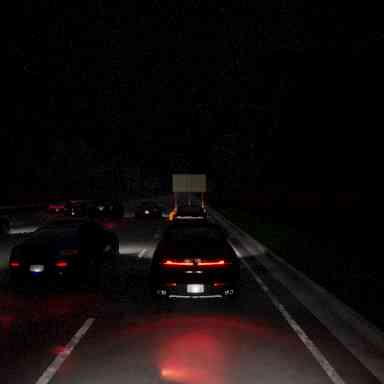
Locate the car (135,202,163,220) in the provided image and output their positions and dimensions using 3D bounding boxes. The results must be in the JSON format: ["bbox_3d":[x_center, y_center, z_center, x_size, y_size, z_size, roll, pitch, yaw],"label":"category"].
[{"bbox_3d":[-3.625,1.564,28.588,1.994,1.385,4.181,0,0,-1],"label":"car"}]

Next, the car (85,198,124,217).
[{"bbox_3d":[-7.123,1.351,28.166,2.097,1.767,4.553,0,0,0],"label":"car"}]

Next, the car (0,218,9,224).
[{"bbox_3d":[-10.510,1.526,15.663,1.812,1.442,4.674,0,0,0],"label":"car"}]

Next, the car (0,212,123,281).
[{"bbox_3d":[-3.461,1.526,9.696,1.812,1.442,4.674,0,0,0],"label":"car"}]

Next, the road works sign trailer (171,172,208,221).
[{"bbox_3d":[-0.187,0.464,22.721,2.380,3.560,2.880,0,0,-3],"label":"road works sign trailer"}]

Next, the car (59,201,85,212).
[{"bbox_3d":[-10.655,1.601,31.929,1.895,1.301,4.718,0,0,0],"label":"car"}]

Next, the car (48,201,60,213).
[{"bbox_3d":[-14.200,1.601,37.182,1.895,1.301,4.718,0,0,-1],"label":"car"}]

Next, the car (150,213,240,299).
[{"bbox_3d":[0.047,1.505,8.463,1.837,1.490,4.892,0,0,0],"label":"car"}]

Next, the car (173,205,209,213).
[{"bbox_3d":[-0.067,1.488,18.851,2.128,1.511,4.902,0,0,1],"label":"car"}]
